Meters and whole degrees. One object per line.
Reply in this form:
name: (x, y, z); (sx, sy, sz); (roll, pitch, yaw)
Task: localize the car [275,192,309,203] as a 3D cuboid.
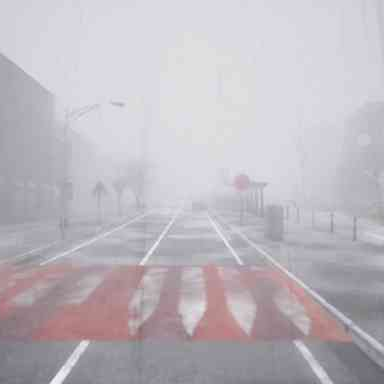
car: (18.745, 1.219, 60.661); (5.566, 2.045, 2.435); (0, 0, 0)

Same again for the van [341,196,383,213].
van: (18.936, 1.397, 35.682); (4.442, 1.987, 1.878); (0, 0, 0)

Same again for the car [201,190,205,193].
car: (5.627, 1.011, 82.282); (5.566, 2.045, 2.435); (0, 1, 0)

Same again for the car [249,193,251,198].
car: (18.752, 0.927, 88.421); (5.566, 2.045, 2.435); (0, 1, 0)

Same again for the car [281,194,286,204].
car: (18.784, 1.487, 57.887); (5.008, 1.535, 2.097); (0, 0, 0)

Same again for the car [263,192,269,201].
car: (18.777, 1.389, 74.547); (4.792, 1.488, 2.163); (0, 1, 0)

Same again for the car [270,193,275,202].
car: (18.759, 1.434, 66.215); (5.008, 1.535, 2.097); (0, 0, 0)

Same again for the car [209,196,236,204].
car: (5.686, 1.457, 62.655); (5.008, 1.535, 2.097); (0, 0, 0)

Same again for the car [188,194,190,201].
car: (-0.036, 1.315, 77.562); (2.033, 1.411, 5.357); (0, 1, 0)

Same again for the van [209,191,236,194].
van: (5.813, 1.248, 59.851); (4.442, 1.987, 1.878); (0, 0, 0)

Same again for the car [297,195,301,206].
car: (18.824, 1.567, 49.561); (4.792, 1.488, 2.163); (0, 0, 0)

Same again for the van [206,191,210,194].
van: (5.569, 1.213, 65.461); (4.442, 1.987, 1.878); (0, 0, 0)

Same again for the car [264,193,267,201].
car: (18.724, 1.420, 71.764); (4.792, 1.488, 2.163); (0, 1, 0)

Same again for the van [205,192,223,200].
van: (5.761, 0.959, 87.890); (4.442, 1.987, 1.878); (0, 1, 0)

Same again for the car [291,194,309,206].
car: (18.796, 1.522, 52.336); (4.892, 1.521, 2.231); (0, 0, 0)

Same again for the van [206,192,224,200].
van: (5.766, 0.998, 85.087); (4.442, 1.987, 1.878); (0, 1, 0)

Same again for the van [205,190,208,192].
van: (5.777, 1.075, 79.483); (4.442, 1.987, 1.878); (0, 1, 0)

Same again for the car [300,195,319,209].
car: (18.614, 1.552, 46.785); (5.366, 1.575, 1.946); (0, 0, 0)

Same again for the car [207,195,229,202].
car: (5.668, 1.406, 73.875); (4.674, 1.452, 2.002); (0, 1, 0)

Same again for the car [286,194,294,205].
car: (18.790, 1.504, 55.111); (5.008, 1.535, 2.097); (0, 0, 0)

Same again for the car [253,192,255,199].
car: (18.915, 1.214, 85.649); (5.366, 1.575, 1.946); (0, 1, 0)

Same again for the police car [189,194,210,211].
police car: (0.955, 1.519, 42.840); (1.930, 1.638, 5.238); (0, 0, 0)

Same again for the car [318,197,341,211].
car: (18.781, 1.618, 41.234); (4.792, 1.488, 2.163); (0, 0, 0)

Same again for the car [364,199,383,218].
car: (18.825, 1.657, 30.131); (5.008, 1.535, 2.097); (0, 0, 0)

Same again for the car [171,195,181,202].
car: (-3.283, 1.429, 71.000); (1.994, 1.385, 4.181); (0, 1, 0)

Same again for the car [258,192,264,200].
car: (18.715, 1.077, 77.319); (5.566, 2.045, 2.435); (0, 1, 0)

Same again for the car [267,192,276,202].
car: (18.944, 1.409, 68.993); (5.366, 1.575, 1.946); (0, 0, 0)

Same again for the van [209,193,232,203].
van: (5.797, 1.191, 68.262); (4.442, 1.987, 1.878); (0, 0, 0)

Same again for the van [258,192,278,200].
van: (18.850, 1.030, 82.872); (4.442, 1.987, 1.878); (0, 1, 0)

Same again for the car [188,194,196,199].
car: (-0.043, 1.152, 92.585); (1.994, 1.385, 4.181); (0, 1, 0)

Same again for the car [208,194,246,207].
car: (5.521, 1.505, 54.245); (5.366, 1.575, 1.946); (0, 0, 0)

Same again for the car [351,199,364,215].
car: (18.822, 1.680, 32.909); (4.674, 1.452, 2.002); (0, 0, 0)
